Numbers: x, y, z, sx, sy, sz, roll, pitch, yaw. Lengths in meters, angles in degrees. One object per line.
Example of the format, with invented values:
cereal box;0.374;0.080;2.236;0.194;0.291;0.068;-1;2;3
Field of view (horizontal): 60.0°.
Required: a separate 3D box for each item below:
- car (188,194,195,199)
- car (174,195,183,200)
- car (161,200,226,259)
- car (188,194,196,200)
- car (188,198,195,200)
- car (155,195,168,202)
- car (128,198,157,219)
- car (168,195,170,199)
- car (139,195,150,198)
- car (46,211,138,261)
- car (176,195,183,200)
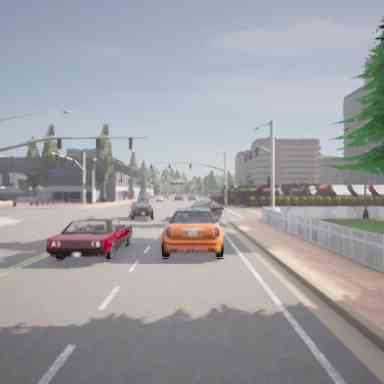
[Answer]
car;-0.021;1.541;84.717;2.033;1.411;5.357;0;0;0
car;-3.521;1.522;85.035;1.812;1.442;4.674;0;0;0
car;0.042;1.353;12.790;2.097;1.767;4.553;0;0;0
car;-0.024;1.408;94.993;2.128;1.511;4.902;0;0;0
car;1.336;1.495;27.564;2.128;1.511;4.902;0;0;24
car;-7.018;1.532;73.458;1.812;1.442;4.674;0;0;0
car;-4.419;1.529;28.442;1.812;1.442;4.674;0;0;-14
car;-7.022;1.494;89.111;1.837;1.490;4.892;0;0;0
car;-10.519;1.364;73.481;2.097;1.767;4.553;0;0;0
car;-3.463;1.602;12.259;1.895;1.301;4.718;0;0;0
car;-3.524;1.435;94.990;1.994;1.385;4.181;0;0;0
